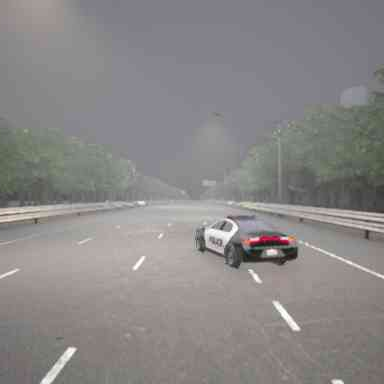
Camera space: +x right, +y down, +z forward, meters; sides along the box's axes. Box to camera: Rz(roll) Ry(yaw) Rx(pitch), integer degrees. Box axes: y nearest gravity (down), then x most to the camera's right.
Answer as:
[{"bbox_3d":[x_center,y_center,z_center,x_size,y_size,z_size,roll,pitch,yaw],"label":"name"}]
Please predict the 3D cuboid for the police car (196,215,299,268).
[{"bbox_3d":[1.608,1.628,12.048,2.038,1.542,4.974,1,-1,-18],"label":"police car"}]
